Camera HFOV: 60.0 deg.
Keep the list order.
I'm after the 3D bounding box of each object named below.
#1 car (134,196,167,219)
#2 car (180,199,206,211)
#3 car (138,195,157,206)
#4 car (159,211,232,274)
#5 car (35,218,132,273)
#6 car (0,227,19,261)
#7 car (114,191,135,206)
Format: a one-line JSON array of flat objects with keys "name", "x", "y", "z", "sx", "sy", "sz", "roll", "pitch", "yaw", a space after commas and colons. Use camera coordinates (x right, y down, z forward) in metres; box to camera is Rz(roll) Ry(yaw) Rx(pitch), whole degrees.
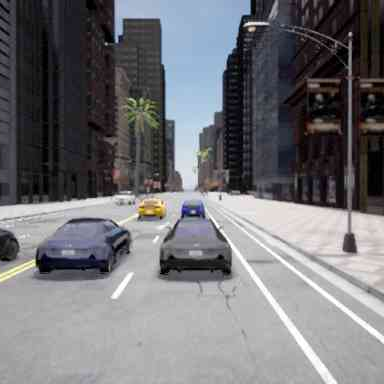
[{"name": "car", "x": -3.162, "y": 1.308, "z": 27.132, "sx": 1.882, "sy": 1.535, "sz": 5.008, "roll": 0, "pitch": 0, "yaw": 0}, {"name": "car", "x": 0.088, "y": 1.308, "z": 27.130, "sx": 1.882, "sy": 1.535, "sz": 5.008, "roll": 0, "pitch": 0, "yaw": 0}, {"name": "car", "x": -6.595, "y": 1.236, "z": 49.955, "sx": 2.033, "sy": 1.411, "sz": 5.357, "roll": 0, "pitch": 0, "yaw": 0}, {"name": "car", "x": 0.095, "y": 1.498, "z": 10.388, "sx": 1.994, "sy": 1.385, "sz": 4.181, "roll": 0, "pitch": 0, "yaw": 0}, {"name": "car", "x": -3.154, "y": 1.498, "z": 10.472, "sx": 1.994, "sy": 1.385, "sz": 4.181, "roll": 0, "pitch": 0, "yaw": 0}, {"name": "car", "x": -6.603, "y": 1.506, "z": 9.095, "sx": 1.994, "sy": 1.385, "sz": 4.181, "roll": 0, "pitch": 0, "yaw": 0}, {"name": "car", "x": -9.844, "y": 0.915, "z": 49.194, "sx": 2.150, "sy": 2.045, "sz": 5.566, "roll": 0, "pitch": 0, "yaw": 0}]
